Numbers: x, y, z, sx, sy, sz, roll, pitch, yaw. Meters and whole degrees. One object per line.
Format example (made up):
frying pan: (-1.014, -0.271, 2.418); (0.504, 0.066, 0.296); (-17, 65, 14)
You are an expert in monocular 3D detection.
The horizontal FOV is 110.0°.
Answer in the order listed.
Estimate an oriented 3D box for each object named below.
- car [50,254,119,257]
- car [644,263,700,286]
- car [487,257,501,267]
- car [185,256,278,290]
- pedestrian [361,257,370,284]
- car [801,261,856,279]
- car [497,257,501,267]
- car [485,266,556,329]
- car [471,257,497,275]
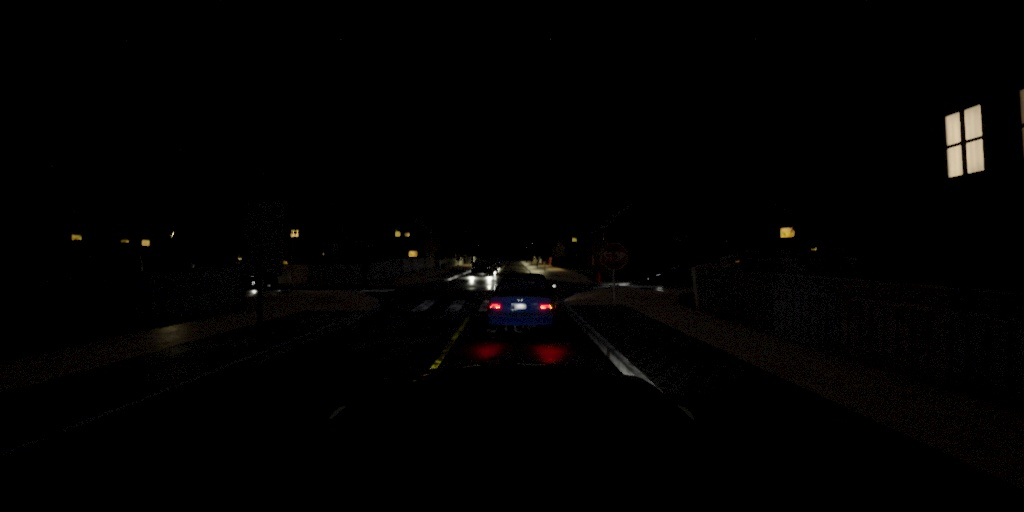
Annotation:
car: (-26.981, 0.941, 22.062); (5.566, 2.045, 2.150); (0, -2, 7)
car: (10.908, 1.161, 23.198); (4.674, 1.442, 1.812); (0, -2, -12)
car: (-2.702, 0.893, 54.740); (1.882, 1.535, 5.008); (0, 0, 1)
car: (-14.464, 0.903, 18.179); (4.553, 1.767, 2.097); (0, -2, 3)
pedestrian: (-9.776, 0.938, 23.849); (0.375, 1.860, 0.375); (0, -2, -1)
car: (22.936, 1.032, 26.215); (5.008, 1.535, 1.882); (0, -2, -17)
car: (-2.759, 0.970, 44.311); (1.837, 1.490, 4.892); (0, 0, 0)
car: (0.382, 1.222, 10.982); (2.033, 1.411, 5.357); (0, 0, 4)
car: (-2.784, 0.996, 34.467); (1.882, 1.535, 5.008); (0, 0, 0)
